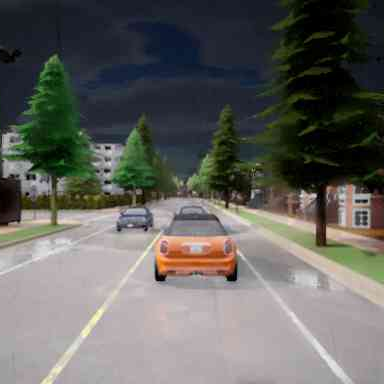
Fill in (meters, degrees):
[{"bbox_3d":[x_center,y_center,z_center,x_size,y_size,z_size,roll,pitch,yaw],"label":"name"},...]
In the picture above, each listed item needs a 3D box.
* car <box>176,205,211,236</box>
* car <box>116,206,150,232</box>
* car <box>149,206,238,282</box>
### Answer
[{"bbox_3d":[-0.052,1.602,20.152,1.837,1.490,4.892,0,0,-3],"label":"car"},{"bbox_3d":[-3.504,1.656,21.191,1.812,1.442,4.674,0,0,0],"label":"car"},{"bbox_3d":[0.100,1.402,10.108,2.097,1.767,4.553,0,0,0],"label":"car"}]
